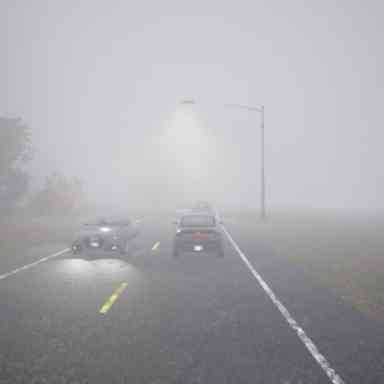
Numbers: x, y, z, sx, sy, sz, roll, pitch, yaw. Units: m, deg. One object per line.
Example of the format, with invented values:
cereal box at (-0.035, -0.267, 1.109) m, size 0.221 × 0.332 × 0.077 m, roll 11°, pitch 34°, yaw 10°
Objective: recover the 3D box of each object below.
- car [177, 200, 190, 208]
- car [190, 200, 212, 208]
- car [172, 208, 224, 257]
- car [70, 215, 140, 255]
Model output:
car at (-1.294, 2.009, 55.305) m, size 2.128 × 1.511 × 4.902 m, roll 0°, pitch 0°, yaw 5°
car at (1.220, 1.707, 38.681) m, size 2.097 × 1.767 × 4.553 m, roll 0°, pitch -1°, yaw 3°
car at (0.256, 1.629, 13.573) m, size 1.837 × 1.490 × 4.892 m, roll 0°, pitch 0°, yaw 1°
car at (-3.431, 1.685, 13.824) m, size 1.994 × 1.385 × 4.181 m, roll 0°, pitch -1°, yaw 1°
